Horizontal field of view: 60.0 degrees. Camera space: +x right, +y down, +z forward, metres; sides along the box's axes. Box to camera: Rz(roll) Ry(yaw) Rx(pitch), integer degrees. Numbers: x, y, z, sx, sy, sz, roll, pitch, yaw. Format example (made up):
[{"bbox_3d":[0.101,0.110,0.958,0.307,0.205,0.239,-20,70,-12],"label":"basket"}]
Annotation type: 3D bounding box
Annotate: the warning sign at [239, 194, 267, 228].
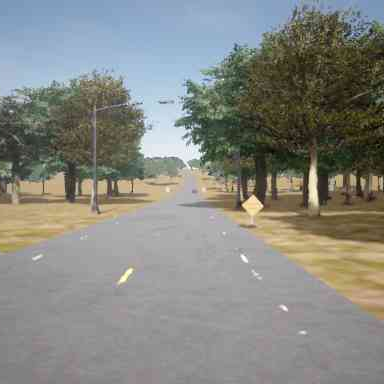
[{"bbox_3d":[3.605,1.098,19.796,1.300,1.860,1.060,3,3,0],"label":"warning sign"}]
